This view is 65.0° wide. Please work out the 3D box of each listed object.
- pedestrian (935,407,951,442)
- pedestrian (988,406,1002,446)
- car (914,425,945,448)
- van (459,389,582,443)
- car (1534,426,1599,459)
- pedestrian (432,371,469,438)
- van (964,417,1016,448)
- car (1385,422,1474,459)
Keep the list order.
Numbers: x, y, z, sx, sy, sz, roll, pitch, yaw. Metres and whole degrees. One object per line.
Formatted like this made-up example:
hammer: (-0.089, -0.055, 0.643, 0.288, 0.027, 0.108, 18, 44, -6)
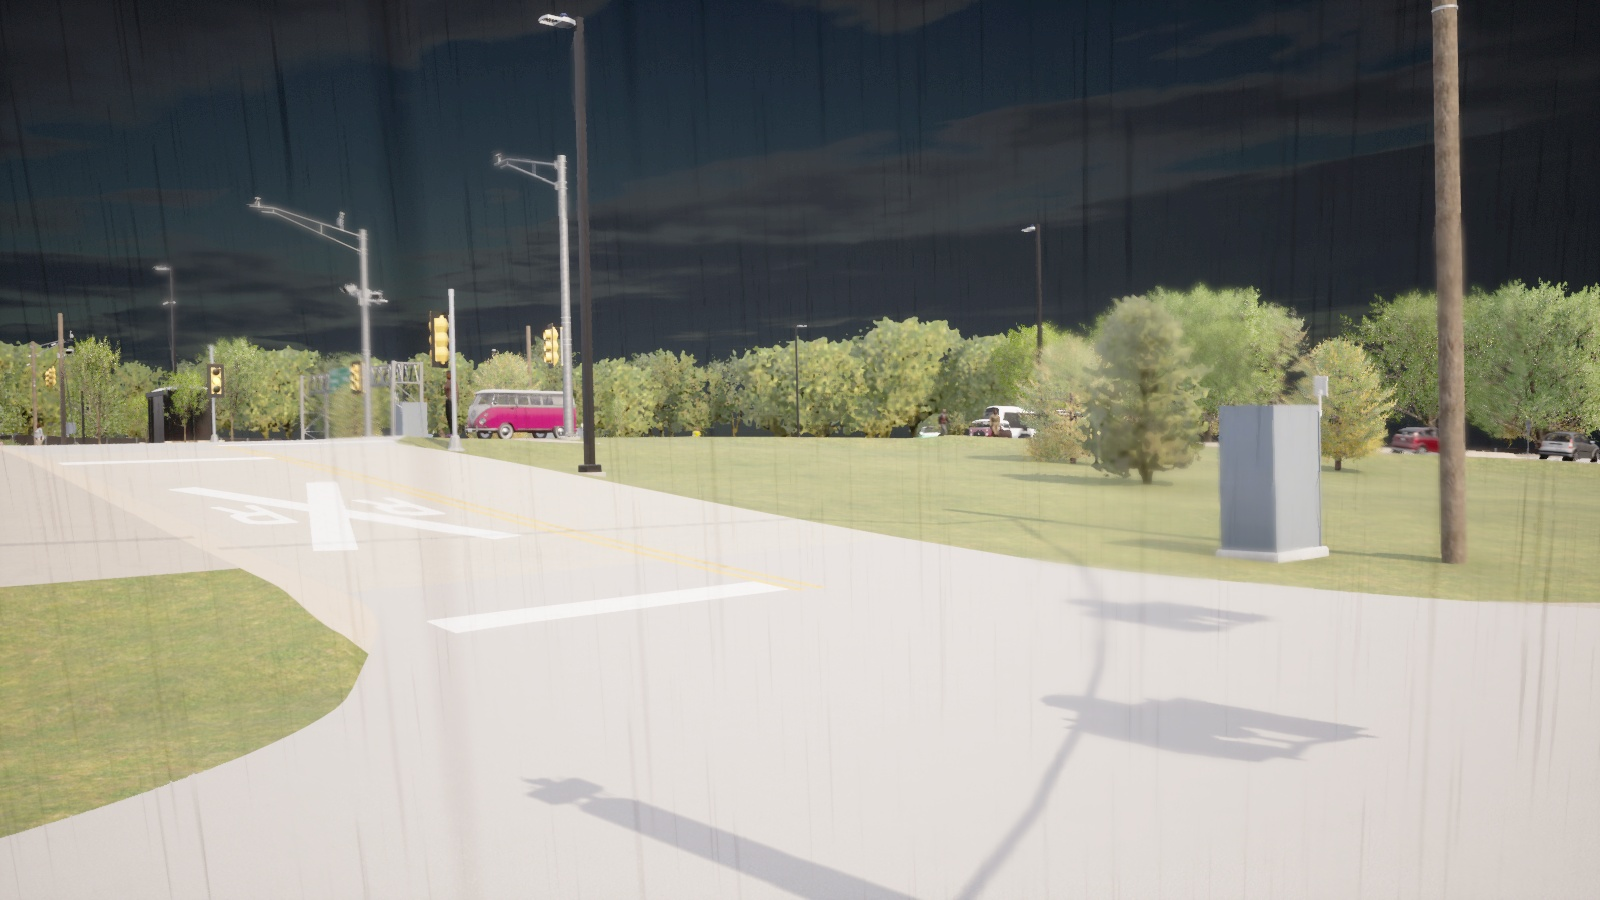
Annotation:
pedestrian: (7.583, -1.358, 66.443, 0.376, 1.854, 0.720, -2, 1, -45)
pedestrian: (9.569, -1.177, 61.676, 0.396, 1.930, 0.692, -2, 1, -14)
car: (8.484, -0.892, 82.168, 1.481, 1.376, 2.207, -2, -1, -9)
van: (-10.936, -1.312, 49.343, 1.775, 1.987, 4.442, -1, 0, 44)
car: (42.119, -0.383, 68.709, 3.988, 1.617, 1.851, 1, 4, -36)
pedestrian: (-9.491, -1.232, 34.094, 0.869, 1.805, 0.328, -2, 1, -39)
van: (13.747, -1.231, 90.622, 2.069, 2.038, 4.480, -1, -2, 31)
car: (31.950, -0.488, 63.770, 3.705, 1.549, 1.789, 2, 6, -18)
